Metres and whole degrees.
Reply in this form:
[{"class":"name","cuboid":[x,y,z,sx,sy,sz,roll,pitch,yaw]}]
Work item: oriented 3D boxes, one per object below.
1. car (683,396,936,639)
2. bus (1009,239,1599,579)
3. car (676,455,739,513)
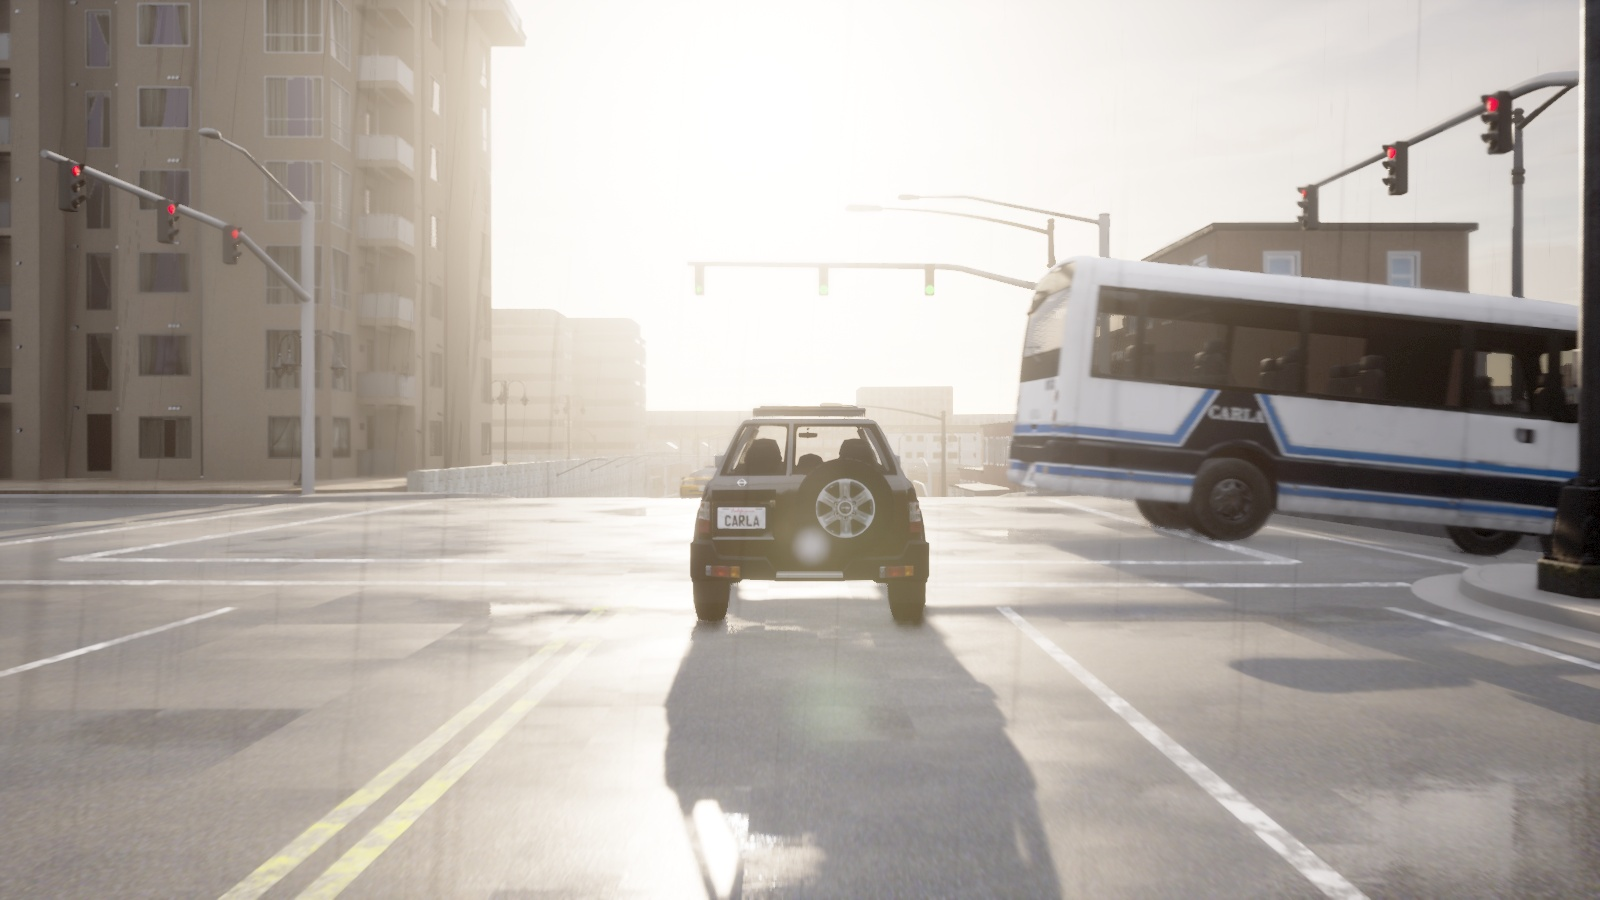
[{"class":"car","cuboid":[0.071,0.507,11.904,1.932,1.855,4.605,0,0,0]},{"class":"bus","cuboid":[9.107,-0.500,20.517,10.273,4.253,3.944,5,1,-3]},{"class":"car","cuboid":[-3.229,1.275,44.850,1.801,1.575,5.366,0,-7,0]}]
